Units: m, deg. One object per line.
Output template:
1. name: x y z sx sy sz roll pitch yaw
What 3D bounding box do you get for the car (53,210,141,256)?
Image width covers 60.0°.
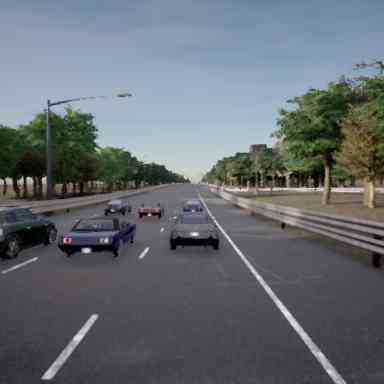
1. car: -3.402 1.591 12.962 1.895 1.301 4.718 0 0 0

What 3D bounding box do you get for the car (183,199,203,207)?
1. car: 0.094 1.387 31.173 1.812 1.442 4.674 0 1 0

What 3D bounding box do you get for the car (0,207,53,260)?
1. car: -6.903 1.343 12.544 2.097 1.767 4.553 0 0 0

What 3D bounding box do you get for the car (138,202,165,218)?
1. car: -3.405 1.496 28.917 1.895 1.301 4.718 0 1 0

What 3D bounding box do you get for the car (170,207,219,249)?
1. car: 0.098 1.552 14.515 1.994 1.385 4.181 0 0 0

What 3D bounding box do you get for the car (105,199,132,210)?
1. car: -6.906 1.386 31.253 1.812 1.442 4.674 0 1 0
